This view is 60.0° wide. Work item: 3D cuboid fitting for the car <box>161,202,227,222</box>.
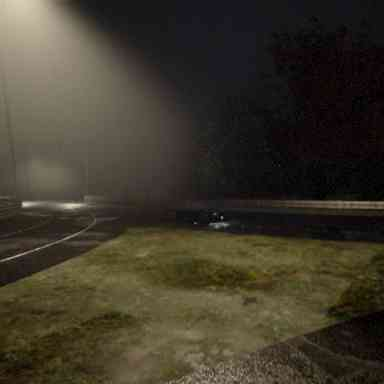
[{"bbox_3d":[0.038,1.469,25.676,5.357,1.411,2.033,0,0,37],"label":"car"}]
